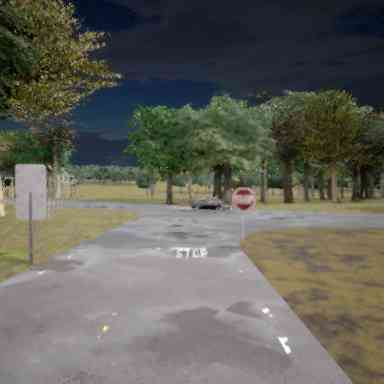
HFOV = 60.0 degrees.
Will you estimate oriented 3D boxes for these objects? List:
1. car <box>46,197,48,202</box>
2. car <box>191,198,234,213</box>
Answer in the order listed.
[{"bbox_3d":[-25.795,0.946,54.991,4.892,1.490,1.837,1,2,35],"label":"car"},{"bbox_3d":[2.133,1.389,35.662,4.902,1.511,2.128,1,0,35],"label":"car"}]
